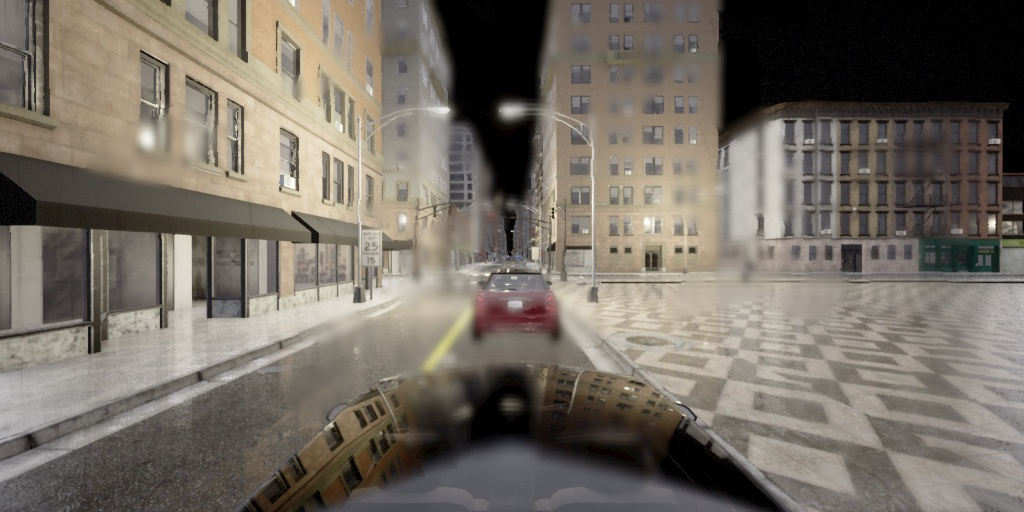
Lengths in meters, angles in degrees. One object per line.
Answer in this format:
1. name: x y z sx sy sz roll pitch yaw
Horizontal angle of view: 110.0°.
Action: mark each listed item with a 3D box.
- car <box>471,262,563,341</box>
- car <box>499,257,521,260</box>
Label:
1. car: 0.105 1.101 10.015 2.097 1.767 4.553 0 0 0
2. car: 0.056 1.101 19.832 2.097 1.767 4.553 0 0 -1
